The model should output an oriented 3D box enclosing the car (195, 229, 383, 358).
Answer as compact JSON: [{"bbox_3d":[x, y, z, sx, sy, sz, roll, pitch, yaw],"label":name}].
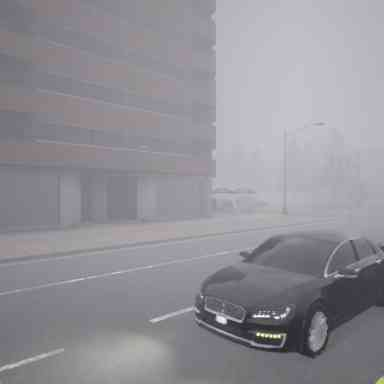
[{"bbox_3d":[2.194,1.506,6.180,4.892,1.490,1.837,0,0,-42],"label":"car"}]

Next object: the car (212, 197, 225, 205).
[{"bbox_3d":[3.297,1.492,56.073,5.357,1.411,2.033,0,0,40],"label":"car"}]

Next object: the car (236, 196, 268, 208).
[{"bbox_3d":[8.247,1.296,45.794,2.097,1.767,4.553,0,0,-44],"label":"car"}]
